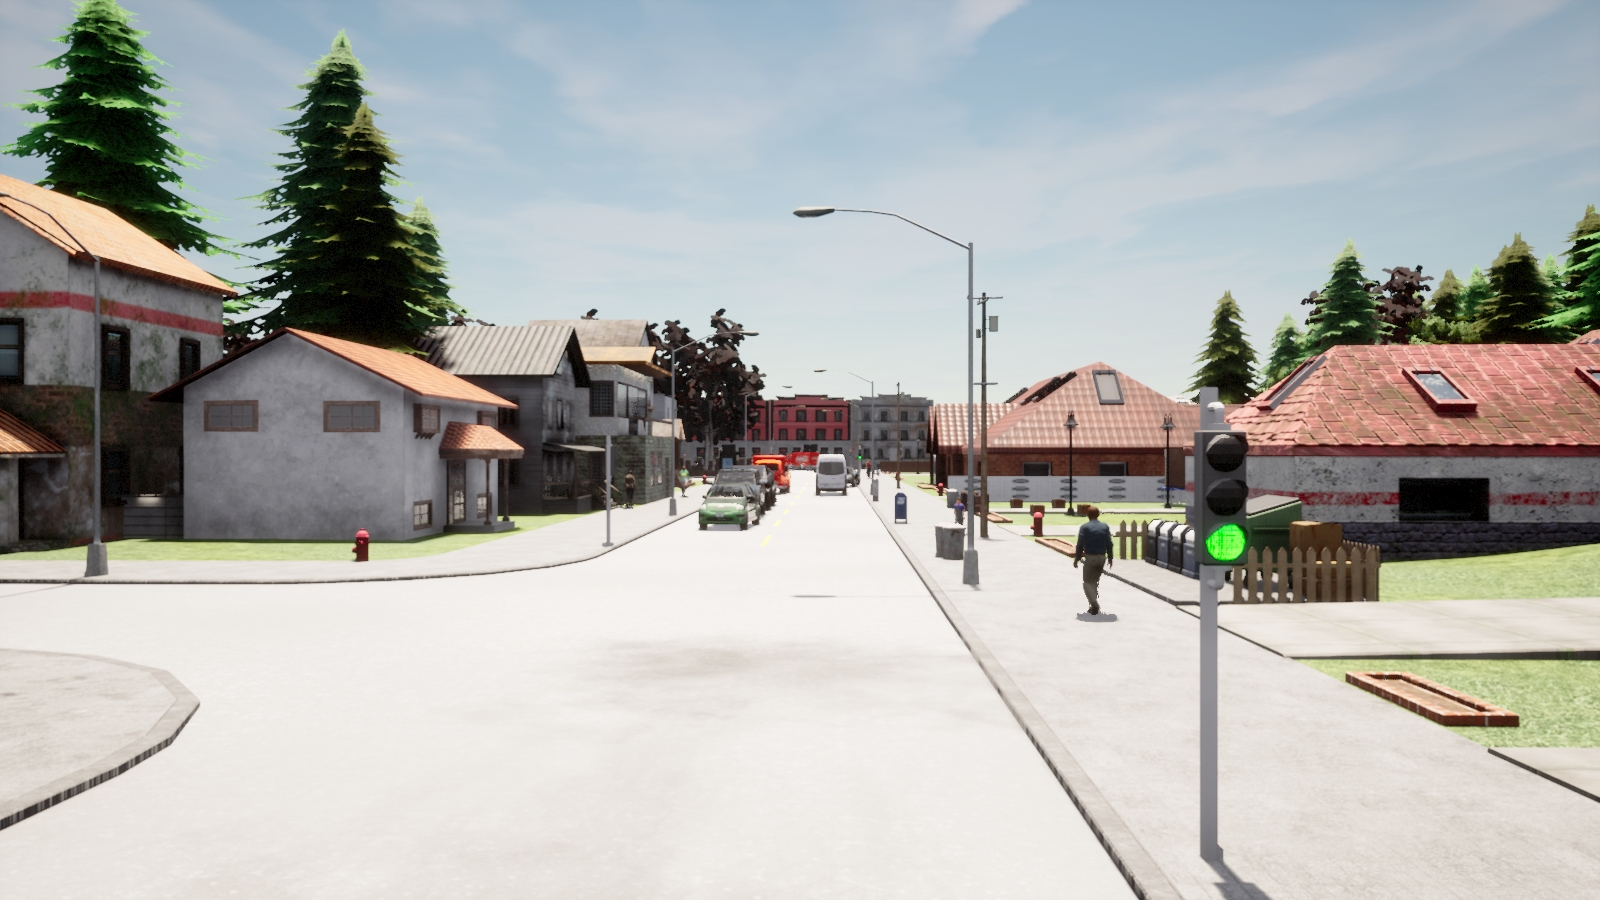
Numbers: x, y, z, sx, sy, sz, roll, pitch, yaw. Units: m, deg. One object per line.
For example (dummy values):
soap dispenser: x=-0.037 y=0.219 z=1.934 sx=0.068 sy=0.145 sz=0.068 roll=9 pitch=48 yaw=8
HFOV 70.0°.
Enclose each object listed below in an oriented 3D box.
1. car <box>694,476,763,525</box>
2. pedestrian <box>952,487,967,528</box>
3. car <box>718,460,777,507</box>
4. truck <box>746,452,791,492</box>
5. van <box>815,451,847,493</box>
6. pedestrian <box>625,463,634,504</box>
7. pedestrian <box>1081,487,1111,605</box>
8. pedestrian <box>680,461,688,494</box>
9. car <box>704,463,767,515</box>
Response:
car: x=-2.551 y=1.798 z=41.695 sx=1.851 sy=1.617 sz=3.988 roll=0 pitch=0 yaw=7
pedestrian: x=5.045 y=1.819 z=36.189 sx=0.375 sy=1.300 sz=0.375 roll=0 pitch=0 yaw=23
car: x=-2.475 y=1.559 z=55.710 sx=2.390 sy=2.098 sz=6.274 roll=0 pitch=0 yaw=2
truck: x=-1.965 y=1.381 z=73.926 sx=2.627 sy=2.467 sz=5.204 roll=0 pitch=0 yaw=2
van: x=2.003 y=1.348 z=73.093 sx=1.988 sy=2.561 sz=5.915 roll=0 pitch=0 yaw=2
pedestrian: x=-7.905 y=1.549 z=53.010 sx=0.375 sy=1.860 sz=0.375 roll=0 pitch=0 yaw=2
pedestrian: x=4.762 y=1.533 z=18.406 sx=0.375 sy=1.860 sz=0.375 roll=0 pitch=0 yaw=-4
pedestrian: x=-6.633 y=1.553 z=65.341 sx=0.375 sy=1.860 sz=0.375 roll=0 pitch=0 yaw=0
car: x=-2.647 y=1.581 z=48.301 sx=2.150 sy=2.045 sz=5.566 roll=0 pitch=0 yaw=2
